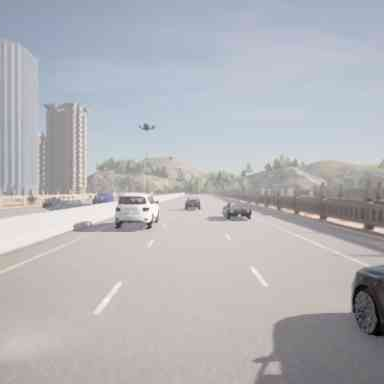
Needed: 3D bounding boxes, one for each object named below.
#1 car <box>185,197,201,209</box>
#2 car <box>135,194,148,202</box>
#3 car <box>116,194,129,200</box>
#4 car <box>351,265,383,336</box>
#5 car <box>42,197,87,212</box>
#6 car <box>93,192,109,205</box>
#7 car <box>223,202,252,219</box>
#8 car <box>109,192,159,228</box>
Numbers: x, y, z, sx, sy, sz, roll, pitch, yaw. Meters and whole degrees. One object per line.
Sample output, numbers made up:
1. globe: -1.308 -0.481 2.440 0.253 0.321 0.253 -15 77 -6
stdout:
1. car: 0.097 1.317 41.265 2.128 1.511 4.902 0 0 0
2. car: -10.504 1.184 69.415 1.882 1.535 5.008 0 0 0
3. car: -17.393 1.116 83.394 2.033 1.411 5.357 0 0 1
4. car: 3.599 1.475 3.708 2.128 1.511 4.902 0 0 0
5. car: -10.600 1.426 28.695 2.033 1.411 5.357 0 0 0
6. car: -14.054 0.995 52.963 2.150 2.045 5.566 0 0 1
7. car: 3.598 1.485 27.342 1.895 1.301 4.718 0 0 0
8. car: -3.401 1.131 21.276 2.150 2.045 5.566 0 0 0
